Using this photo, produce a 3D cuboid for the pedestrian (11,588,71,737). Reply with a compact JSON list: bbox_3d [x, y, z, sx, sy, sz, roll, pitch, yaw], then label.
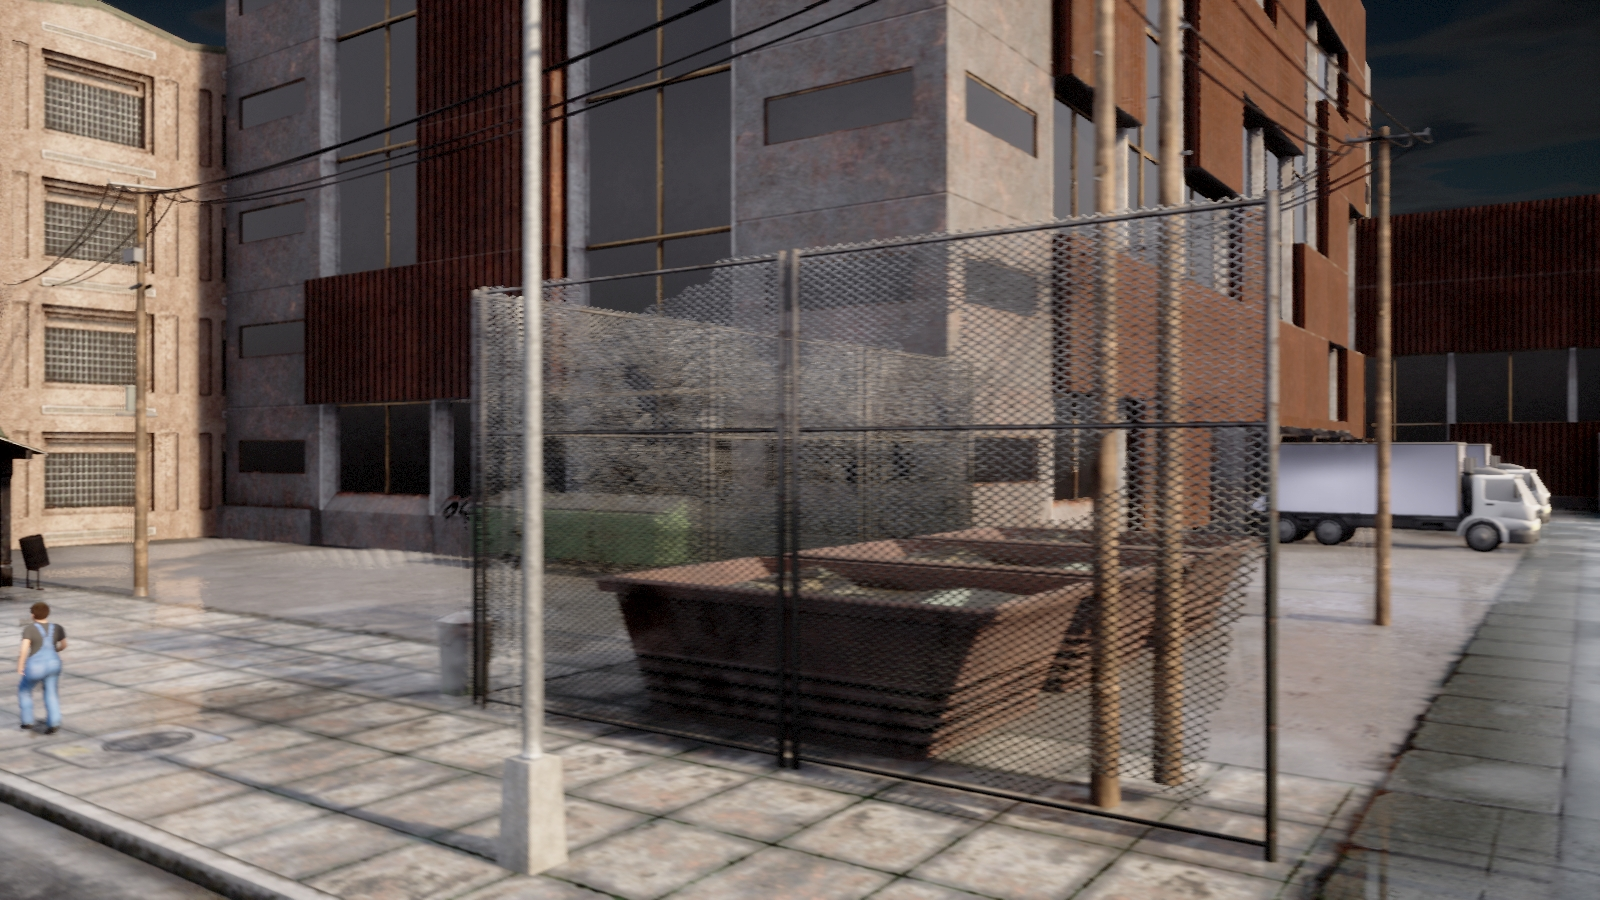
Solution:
[{"bbox_3d":[-7.122,1.976,10.726,0.375,1.300,0.375,0,0,40],"label":"pedestrian"}]
